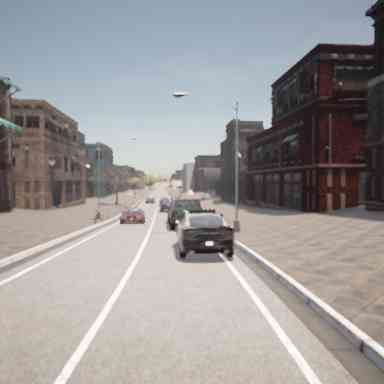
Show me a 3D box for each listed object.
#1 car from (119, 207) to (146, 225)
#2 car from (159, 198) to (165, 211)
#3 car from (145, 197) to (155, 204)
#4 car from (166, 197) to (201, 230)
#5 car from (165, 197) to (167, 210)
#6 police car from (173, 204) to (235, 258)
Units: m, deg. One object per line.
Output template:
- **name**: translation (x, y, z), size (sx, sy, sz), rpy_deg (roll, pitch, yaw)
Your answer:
- **car**: translation (-4.941, 1.992, 28.216), size (1.994, 1.385, 4.181), rpy_deg (0, -1, -5)
- **car**: translation (-3.797, 2.104, 49.357), size (1.837, 1.490, 4.892), rpy_deg (-1, 0, -6)
- **car**: translation (-8.594, 1.696, 68.690), size (1.994, 1.385, 4.181), rpy_deg (0, 2, -5)
- **car**: translation (-0.466, 1.493, 23.219), size (2.150, 2.045, 5.566), rpy_deg (0, -2, -5)
- **car**: translation (-1.019, 1.658, 29.202), size (2.150, 2.045, 5.566), rpy_deg (0, -1, -5)
- **police car**: translation (0.389, 1.489, 13.257), size (1.930, 1.638, 5.238), rpy_deg (0, -1, -4)
